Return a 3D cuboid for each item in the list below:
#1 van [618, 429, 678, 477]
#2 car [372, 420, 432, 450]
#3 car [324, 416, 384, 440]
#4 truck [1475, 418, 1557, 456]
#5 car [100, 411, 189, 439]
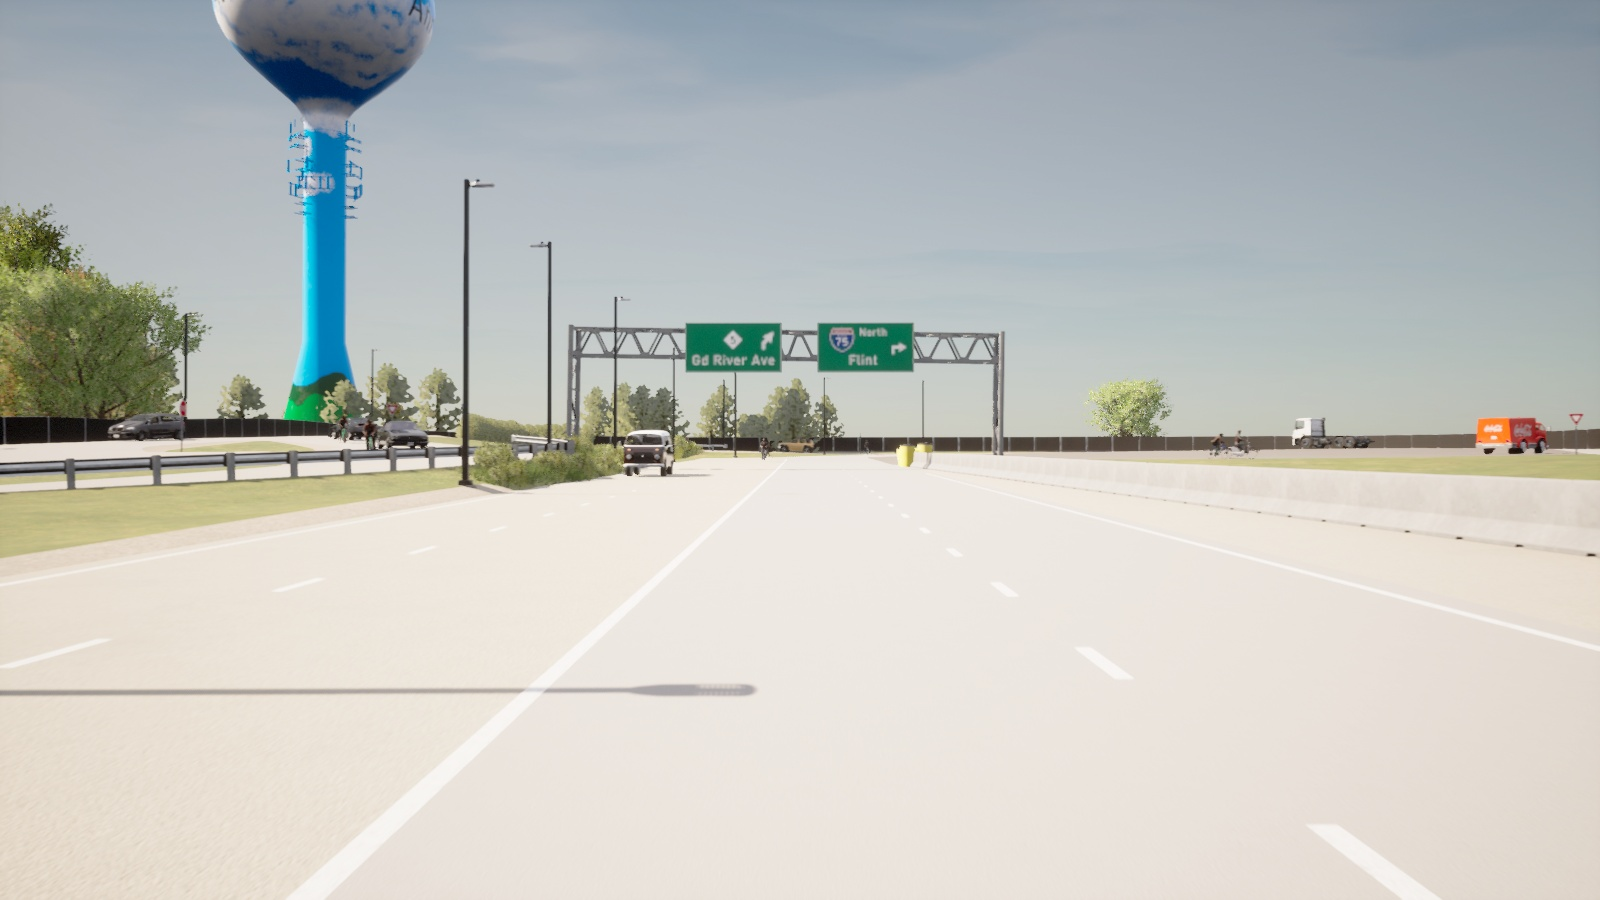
[{"bbox_3d":[-6.668,0.119,55.401,2.069,2.038,4.480,0,0,0],"label":"van"},{"bbox_3d":[-19.650,-0.763,61.835,2.033,1.411,5.357,0,2,-27],"label":"car"},{"bbox_3d":[-29.457,-1.473,82.883,2.128,1.511,4.902,0,2,-41],"label":"car"},{"bbox_3d":[48.350,-0.889,84.829,5.204,2.467,2.627,-1,0,-32],"label":"truck"},{"bbox_3d":[-40.070,-1.533,76.903,2.242,1.667,4.611,0,2,17],"label":"car"}]
